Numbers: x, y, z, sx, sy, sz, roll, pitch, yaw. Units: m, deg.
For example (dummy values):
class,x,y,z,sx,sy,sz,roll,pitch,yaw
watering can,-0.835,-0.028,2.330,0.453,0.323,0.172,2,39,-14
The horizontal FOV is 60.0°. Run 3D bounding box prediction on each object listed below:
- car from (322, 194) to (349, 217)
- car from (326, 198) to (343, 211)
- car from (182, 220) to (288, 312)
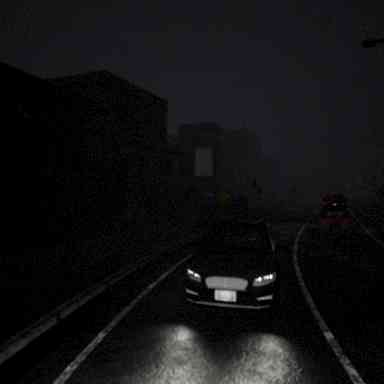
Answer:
class,x,y,z,sx,sy,sz,roll,pitch,yaw
car,13.528,1.210,31.471,2.150,2.045,5.566,0,0,24
car,17.919,1.513,41.776,1.812,1.442,4.674,0,0,24
car,1.159,1.474,7.961,2.128,1.511,4.902,0,0,14
